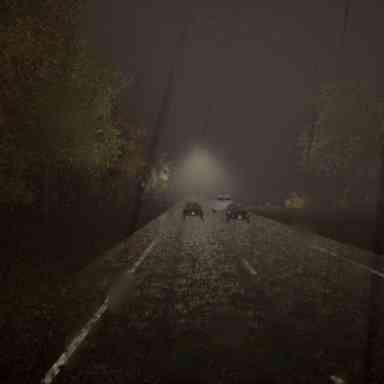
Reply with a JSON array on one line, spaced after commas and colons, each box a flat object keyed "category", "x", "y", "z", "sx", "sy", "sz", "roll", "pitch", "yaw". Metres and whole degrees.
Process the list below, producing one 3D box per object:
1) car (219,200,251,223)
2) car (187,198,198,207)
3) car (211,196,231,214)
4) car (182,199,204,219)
[{"category": "car", "x": 3.504, "y": 1.666, "z": 26.621, "sx": 1.812, "sy": 1.442, "sz": 4.674, "roll": 0, "pitch": 0, "yaw": 0}, {"category": "car", "x": 0.109, "y": 1.870, "z": 60.046, "sx": 1.994, "sy": 1.385, "sz": 4.181, "roll": 0, "pitch": 0, "yaw": 0}, {"category": "car", "x": 3.529, "y": 1.430, "z": 39.238, "sx": 2.150, "sy": 2.045, "sz": 5.566, "roll": 0, "pitch": 0, "yaw": 0}, {"category": "car", "x": 0.103, "y": 1.658, "z": 31.130, "sx": 2.128, "sy": 1.511, "sz": 4.902, "roll": 0, "pitch": 0, "yaw": 0}]
